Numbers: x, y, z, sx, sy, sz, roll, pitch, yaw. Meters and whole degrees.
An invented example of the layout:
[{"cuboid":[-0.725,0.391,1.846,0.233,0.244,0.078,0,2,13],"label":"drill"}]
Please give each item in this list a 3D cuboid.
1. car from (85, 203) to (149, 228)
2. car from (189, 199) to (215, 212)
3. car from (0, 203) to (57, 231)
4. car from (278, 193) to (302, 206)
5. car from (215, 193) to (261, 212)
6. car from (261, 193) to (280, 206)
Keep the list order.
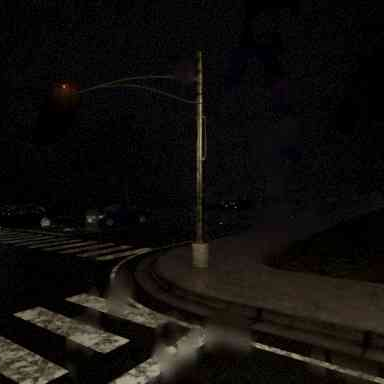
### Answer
[{"cuboid":[-4.850,1.465,22.169,1.812,1.442,4.674,0,0,36],"label":"car"},{"cuboid":[1.866,1.441,37.467,2.033,1.411,5.357,0,0,35],"label":"car"},{"cuboid":[-10.510,1.473,19.721,1.837,1.490,4.892,0,0,35],"label":"car"},{"cuboid":[15.300,1.339,50.885,1.837,1.490,4.892,0,0,35],"label":"car"},{"cuboid":[5.148,1.101,36.492,2.150,2.045,5.566,0,0,35],"label":"car"},{"cuboid":[12.616,1.167,52.719,2.150,2.045,5.566,0,0,35],"label":"car"}]
